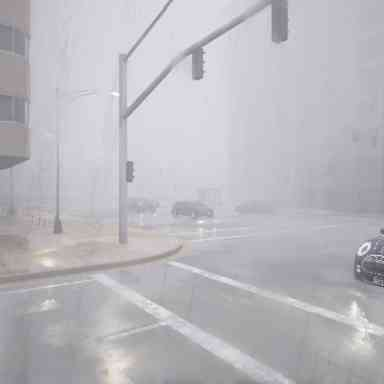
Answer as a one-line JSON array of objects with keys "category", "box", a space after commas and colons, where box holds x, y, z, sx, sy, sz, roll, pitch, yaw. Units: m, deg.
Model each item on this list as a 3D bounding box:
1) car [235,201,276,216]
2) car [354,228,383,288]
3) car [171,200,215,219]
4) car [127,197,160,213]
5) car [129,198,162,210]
[{"category": "car", "box": [6.207, 1.564, 32.881, 1.994, 1.385, 4.181, 0, 0, -36]}, {"category": "car", "box": [6.066, 1.352, 8.334, 4.553, 1.767, 2.097, 0, 0, -36]}, {"category": "car", "box": [-0.027, 1.505, 29.235, 1.837, 1.490, 4.892, 0, 0, -36]}, {"category": "car", "box": [-5.932, 1.352, 37.334, 2.097, 1.767, 4.553, 0, 0, -37]}, {"category": "car", "box": [-6.205, 1.547, 43.963, 2.033, 1.411, 5.357, 0, 0, -36]}]
